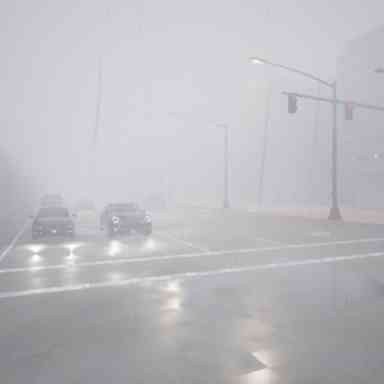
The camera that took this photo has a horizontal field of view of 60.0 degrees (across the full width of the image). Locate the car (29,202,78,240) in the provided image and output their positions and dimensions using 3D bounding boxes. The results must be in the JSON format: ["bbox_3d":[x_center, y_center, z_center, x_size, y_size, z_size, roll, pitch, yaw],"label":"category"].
[{"bbox_3d":[-7.111,1.494,17.090,1.837,1.490,4.892,0,0,-23],"label":"car"}]

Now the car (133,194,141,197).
[{"bbox_3d":[-9.685,1.288,59.155,2.097,1.767,4.553,0,0,-23],"label":"car"}]

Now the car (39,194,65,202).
[{"bbox_3d":[-14.408,1.203,34.250,2.150,2.045,5.566,0,0,-23],"label":"car"}]

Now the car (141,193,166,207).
[{"bbox_3d":[-5.545,1.163,49.537,2.150,2.045,5.566,0,0,-23],"label":"car"}]

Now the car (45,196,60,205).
[{"bbox_3d":[-20.609,1.223,49.069,1.895,1.301,4.718,0,0,-23],"label":"car"}]

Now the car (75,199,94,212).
[{"bbox_3d":[-12.892,1.519,39.650,2.033,1.411,5.357,0,0,-23],"label":"car"}]

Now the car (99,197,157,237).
[{"bbox_3d":[-3.669,1.336,17.940,2.097,1.767,4.553,0,0,-23],"label":"car"}]
